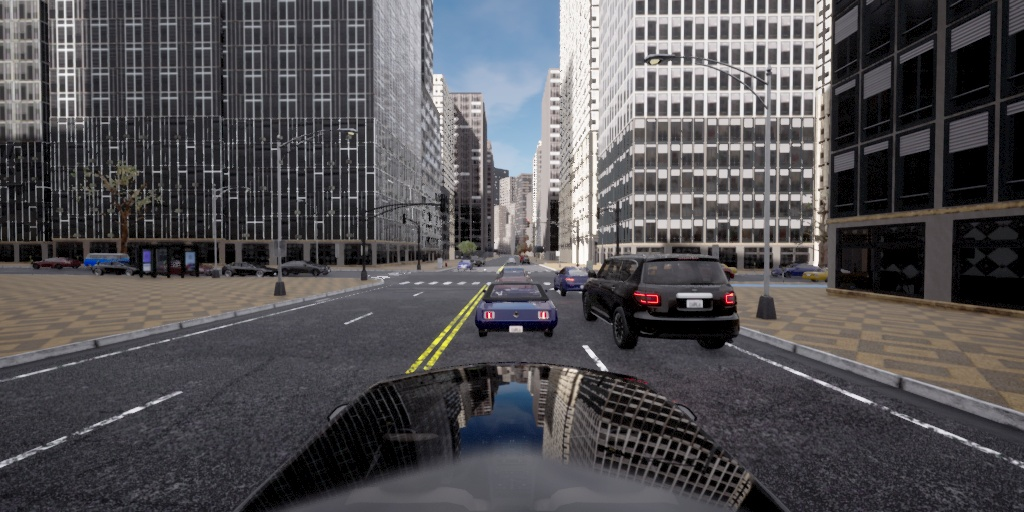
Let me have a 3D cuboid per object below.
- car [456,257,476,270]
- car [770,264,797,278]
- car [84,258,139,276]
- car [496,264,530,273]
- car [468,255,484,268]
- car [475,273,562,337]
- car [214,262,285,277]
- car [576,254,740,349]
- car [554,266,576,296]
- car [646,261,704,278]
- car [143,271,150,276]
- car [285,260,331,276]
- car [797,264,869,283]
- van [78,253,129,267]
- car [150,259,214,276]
[{"bbox_3d":[-6.658,1.239,51.247,1.812,1.442,4.674,0,0,-2],"label":"car"},{"bbox_3d":[28.794,1.496,36.296,4.674,1.442,1.812,0,1,1],"label":"car"},{"bbox_3d":[-34.137,1.068,31.484,4.313,1.339,1.948,0,0,1],"label":"car"},{"bbox_3d":[0.078,1.304,18.961,1.994,1.385,4.181,0,0,0],"label":"car"},{"bbox_3d":[-6.654,0.922,61.575,2.150,2.045,5.566,0,0,1],"label":"car"},{"bbox_3d":[0.090,1.347,10.224,1.895,1.301,4.718,0,0,0],"label":"car"},{"bbox_3d":[-22.772,1.172,31.193,4.313,1.339,1.948,0,0,1],"label":"car"},{"bbox_3d":[3.341,0.968,9.264,2.150,2.045,5.566,0,0,0],"label":"car"},{"bbox_3d":[3.327,1.266,18.956,1.812,1.442,4.674,0,0,0],"label":"car"},{"bbox_3d":[16.472,1.339,36.493,5.008,1.535,1.882,1,1,1],"label":"car"},{"bbox_3d":[-31.464,1.030,34.057,5.357,1.411,2.033,1,1,0],"label":"car"},{"bbox_3d":[-19.609,1.117,33.844,4.674,1.442,1.812,1,1,0],"label":"car"},{"bbox_3d":[27.602,1.577,30.539,4.829,1.417,1.751,0,0,1],"label":"car"},{"bbox_3d":[-45.341,0.603,40.128,3.998,1.789,1.690,0,0,1],"label":"van"},{"bbox_3d":[-28.456,1.137,31.318,4.207,1.307,1.802,0,0,1],"label":"car"}]
